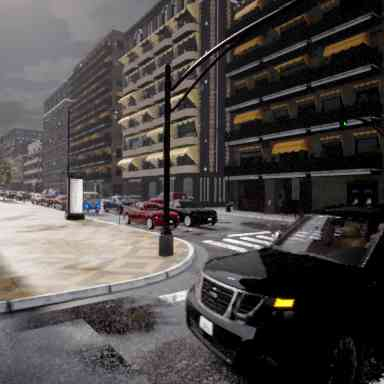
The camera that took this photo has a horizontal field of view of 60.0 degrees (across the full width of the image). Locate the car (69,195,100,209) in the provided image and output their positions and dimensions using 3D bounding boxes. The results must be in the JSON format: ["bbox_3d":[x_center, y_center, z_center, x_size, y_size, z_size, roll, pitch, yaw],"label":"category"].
[{"bbox_3d":[-11.826,1.039,36.369,1.895,1.301,4.718,1,0,-36],"label":"car"}]

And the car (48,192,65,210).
[{"bbox_3d":[-12.412,0.997,32.787,1.887,1.381,4.507,2,0,-36],"label":"car"}]

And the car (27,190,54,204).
[{"bbox_3d":[-18.981,0.805,41.788,1.752,1.417,4.829,2,0,-36],"label":"car"}]

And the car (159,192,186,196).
[{"bbox_3d":[-2.307,0.937,33.164,2.192,1.841,5.009,2,0,-36],"label":"car"}]

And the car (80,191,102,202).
[{"bbox_3d":[-15.650,0.711,51.441,1.967,1.590,4.097,2,0,-36],"label":"car"}]

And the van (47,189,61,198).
[{"bbox_3d":[-28.986,0.261,69.717,1.690,1.788,3.998,2,0,-36],"label":"van"}]

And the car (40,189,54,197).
[{"bbox_3d":[-32.324,0.272,74.286,1.967,1.590,4.097,2,0,-36],"label":"car"}]

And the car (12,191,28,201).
[{"bbox_3d":[-25.748,0.542,51.063,1.967,1.590,4.097,2,0,-36],"label":"car"}]

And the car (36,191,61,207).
[{"bbox_3d":[-15.747,0.910,37.356,1.887,1.381,4.507,2,0,-36],"label":"car"}]

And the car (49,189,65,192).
[{"bbox_3d":[-17.682,0.636,44.463,2.097,1.767,4.553,1,0,-36],"label":"car"}]

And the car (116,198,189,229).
[{"bbox_3d":[-2.408,1.261,19.080,1.887,1.381,4.507,2,0,-36],"label":"car"}]

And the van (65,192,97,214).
[{"bbox_3d":[-9.071,0.882,28.218,1.690,1.788,3.998,2,0,-36],"label":"van"}]

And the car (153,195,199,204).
[{"bbox_3d":[-0.419,1.217,20.723,1.882,1.535,5.008,1,0,-35],"label":"car"}]

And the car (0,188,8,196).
[{"bbox_3d":[-42.419,-0.022,73.909,2.192,1.841,5.009,2,0,-36],"label":"car"}]

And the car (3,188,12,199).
[{"bbox_3d":[-32.421,0.471,60.202,1.887,1.381,4.507,2,0,-36],"label":"car"}]

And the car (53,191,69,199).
[{"bbox_3d":[-25.757,0.530,65.286,1.752,1.417,4.829,2,0,-36],"label":"car"}]

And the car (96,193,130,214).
[{"bbox_3d":[-6.004,1.083,28.382,2.128,1.511,4.902,1,0,-36],"label":"car"}]

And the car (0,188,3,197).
[{"bbox_3d":[-39.091,0.302,69.339,2.008,1.369,4.403,2,0,-36],"label":"car"}]

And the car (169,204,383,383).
[{"bbox_3d":[2.690,1.222,5.068,5.566,2.045,2.150,0,-1,-24],"label":"car"}]
